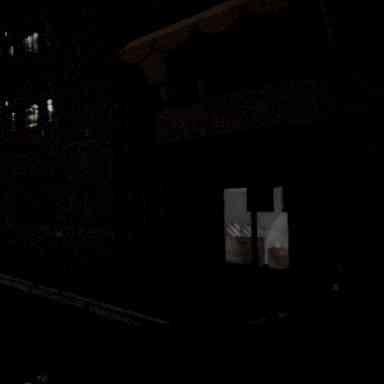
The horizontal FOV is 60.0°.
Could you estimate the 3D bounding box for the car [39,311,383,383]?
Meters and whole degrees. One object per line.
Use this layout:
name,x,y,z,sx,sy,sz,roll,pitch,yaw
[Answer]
car,0.591,1.584,2.324,4.206,1.307,1.802,0,-2,36
